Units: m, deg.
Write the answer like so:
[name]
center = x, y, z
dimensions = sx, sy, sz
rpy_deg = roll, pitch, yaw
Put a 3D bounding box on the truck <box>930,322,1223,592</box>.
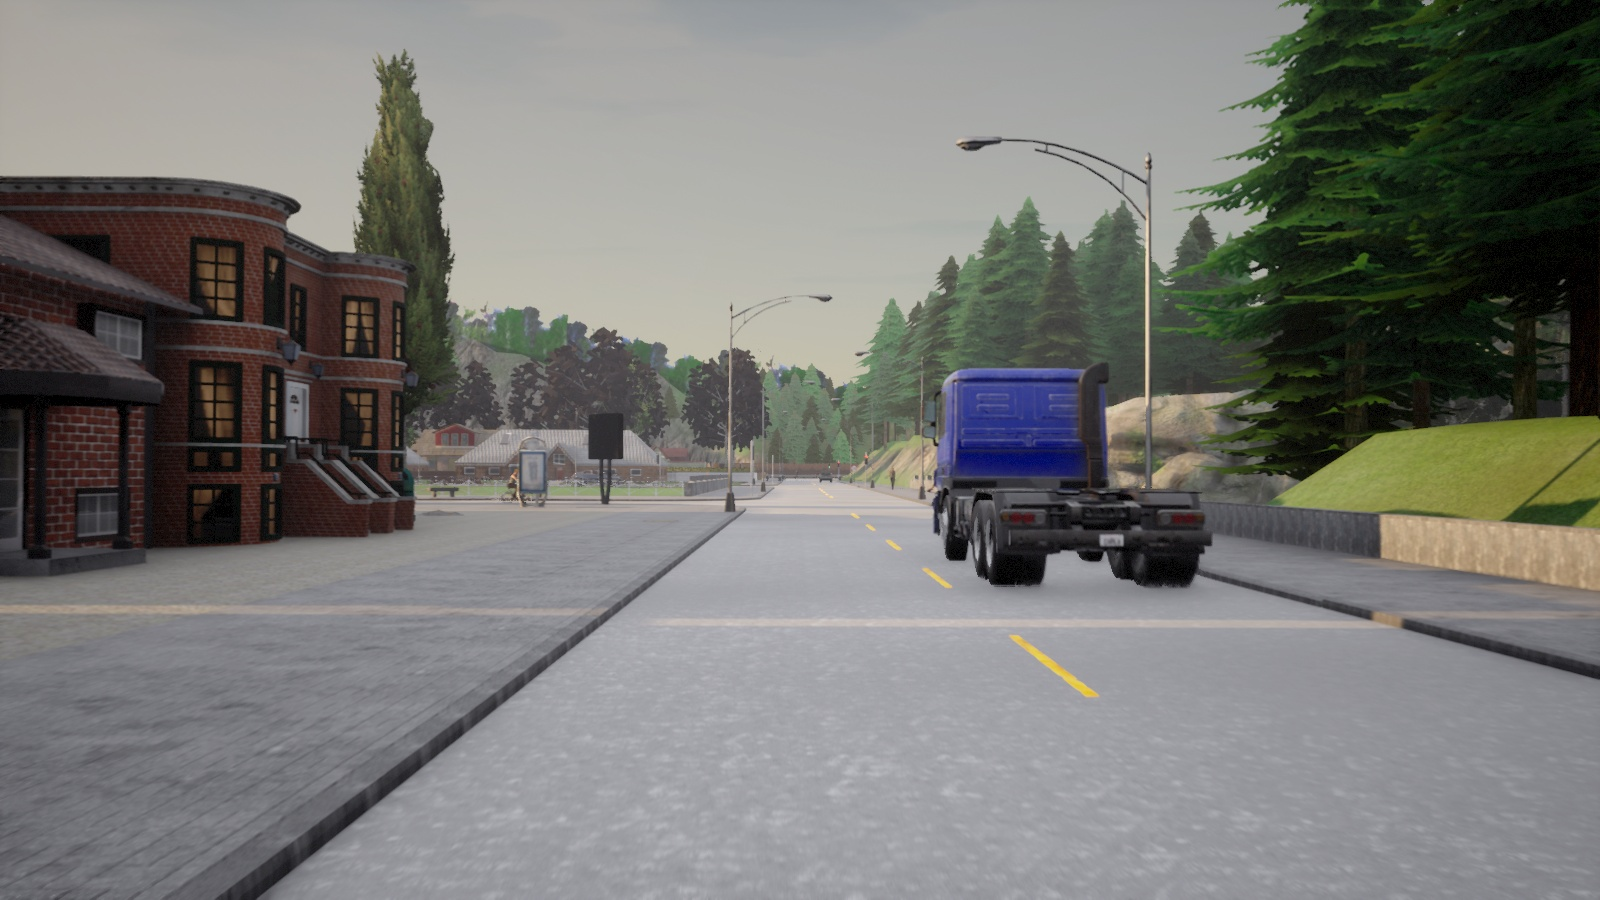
[truck]
center = 3.950, 0.153, 20.066
dimensions = 2.891, 3.462, 7.936
rpy_deg = 0, -1, 0
